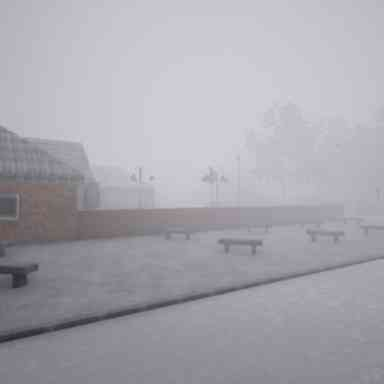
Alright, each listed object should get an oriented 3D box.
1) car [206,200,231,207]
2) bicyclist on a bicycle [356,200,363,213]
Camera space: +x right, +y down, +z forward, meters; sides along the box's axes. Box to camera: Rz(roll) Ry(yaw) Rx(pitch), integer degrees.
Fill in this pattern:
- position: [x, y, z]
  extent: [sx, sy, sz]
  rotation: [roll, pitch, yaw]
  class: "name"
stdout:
- position: [4.046, 1.915, 50.526]
  extent: [1.994, 1.385, 4.181]
  rotation: [1, -1, -35]
  class: "car"
- position: [20.825, 1.793, 41.400]
  extent: [1.656, 1.620, 0.582]
  rotation: [0, 0, -36]
  class: "bicyclist on a bicycle"
